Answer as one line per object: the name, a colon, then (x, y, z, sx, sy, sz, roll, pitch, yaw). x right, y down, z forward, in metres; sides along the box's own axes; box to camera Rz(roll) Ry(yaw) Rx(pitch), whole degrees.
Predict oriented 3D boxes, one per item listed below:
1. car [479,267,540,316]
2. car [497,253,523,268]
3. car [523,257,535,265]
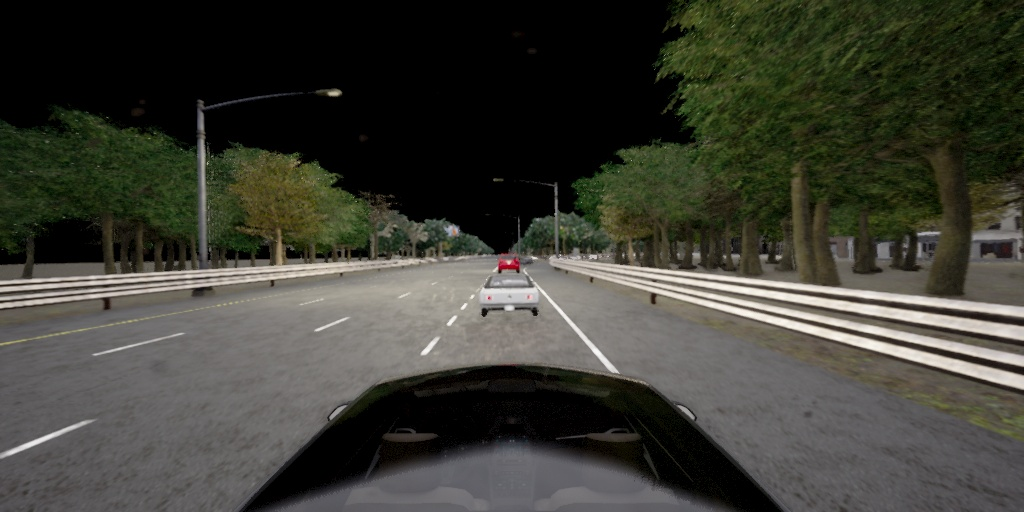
car: (-0.099, 1.280, 13.101, 1.895, 1.301, 4.718, -1, 0, -1)
car: (-0.314, 0.755, 37.069, 2.150, 2.045, 5.566, -1, 0, 0)
car: (2.688, 0.851, 62.757, 1.812, 1.442, 4.674, -1, 0, 15)
